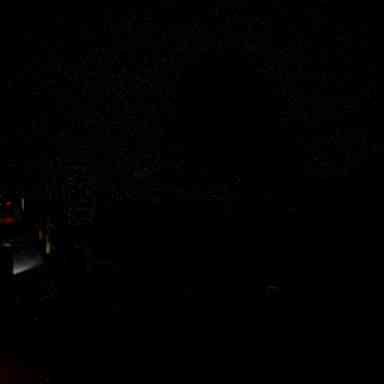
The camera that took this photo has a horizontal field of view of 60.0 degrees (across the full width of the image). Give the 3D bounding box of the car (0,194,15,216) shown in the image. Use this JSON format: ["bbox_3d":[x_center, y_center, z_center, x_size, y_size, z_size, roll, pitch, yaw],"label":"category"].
[{"bbox_3d":[-18.780,1.234,32.701,2.150,2.045,5.566,0,0,-28],"label":"car"}]

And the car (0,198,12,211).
[{"bbox_3d":[-23.932,1.570,42.105,2.033,1.411,5.357,0,0,-28],"label":"car"}]

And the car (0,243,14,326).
[{"bbox_3d":[-4.599,1.562,6.476,1.994,1.385,4.181,0,0,-28],"label":"car"}]
